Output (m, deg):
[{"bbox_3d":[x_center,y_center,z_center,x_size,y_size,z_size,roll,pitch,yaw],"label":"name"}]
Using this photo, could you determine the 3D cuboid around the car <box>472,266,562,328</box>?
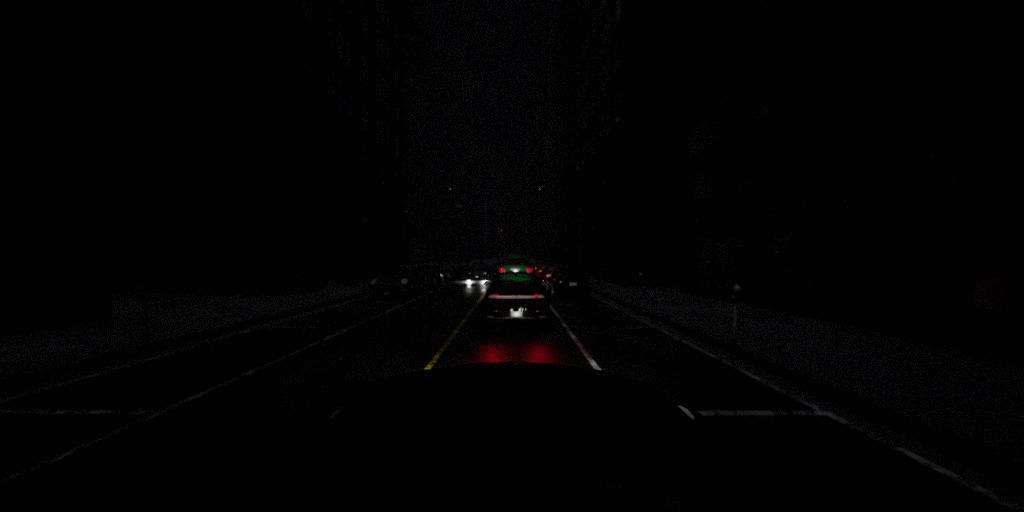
[{"bbox_3d":[0.122,1.243,11.416,2.128,1.511,4.902,0,0,0],"label":"car"}]

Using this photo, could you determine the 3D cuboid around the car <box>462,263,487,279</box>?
[{"bbox_3d":[-2.923,1.359,32.556,2.033,1.411,5.357,0,0,0],"label":"car"}]

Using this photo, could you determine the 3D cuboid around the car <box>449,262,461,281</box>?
[{"bbox_3d":[-5.694,1.305,29.434,2.007,1.370,4.403,0,0,0],"label":"car"}]

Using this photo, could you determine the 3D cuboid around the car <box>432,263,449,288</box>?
[{"bbox_3d":[-5.709,1.318,23.929,1.948,1.339,4.313,0,0,0],"label":"car"}]

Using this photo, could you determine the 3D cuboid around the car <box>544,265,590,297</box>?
[{"bbox_3d":[2.802,1.318,18.401,1.948,1.339,4.313,0,0,0],"label":"car"}]

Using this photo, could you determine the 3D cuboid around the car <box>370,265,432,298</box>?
[{"bbox_3d":[-5.723,1.191,18.423,1.967,1.591,4.097,0,0,0],"label":"car"}]

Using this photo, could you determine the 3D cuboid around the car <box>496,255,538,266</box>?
[{"bbox_3d":[0.157,0.974,22.616,2.150,2.045,5.566,0,0,-1],"label":"car"}]

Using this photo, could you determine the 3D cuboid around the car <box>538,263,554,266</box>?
[{"bbox_3d":[2.817,1.299,23.906,1.888,1.381,4.507,0,0,0],"label":"car"}]
